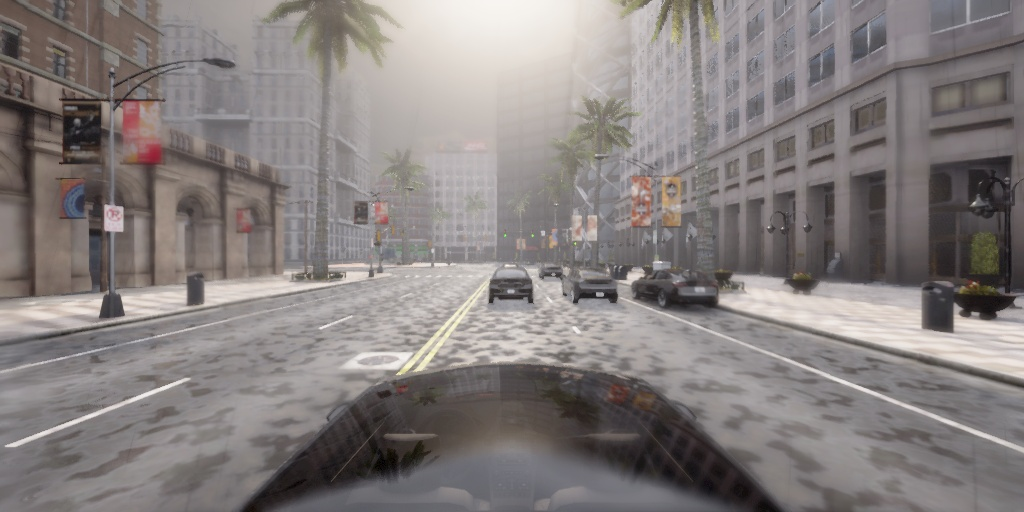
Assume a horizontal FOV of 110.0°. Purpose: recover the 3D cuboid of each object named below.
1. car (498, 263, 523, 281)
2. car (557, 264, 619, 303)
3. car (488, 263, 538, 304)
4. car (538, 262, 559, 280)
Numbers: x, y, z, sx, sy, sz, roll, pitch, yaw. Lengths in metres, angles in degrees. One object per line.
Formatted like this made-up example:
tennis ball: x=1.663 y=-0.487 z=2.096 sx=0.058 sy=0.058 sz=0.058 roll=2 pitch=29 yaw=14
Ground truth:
car: x=-0.137 y=1.321 z=31.481 sx=1.994 sy=1.385 sz=4.181 roll=0 pitch=0 yaw=0
car: x=3.446 y=1.265 z=16.501 sx=1.837 sy=1.490 sz=4.892 roll=0 pitch=0 yaw=0
car: x=-0.054 y=1.234 z=16.481 sx=1.882 sy=1.535 sz=5.008 roll=0 pitch=0 yaw=0
car: x=3.363 y=1.265 z=31.501 sx=1.837 sy=1.490 sz=4.892 roll=0 pitch=0 yaw=0
